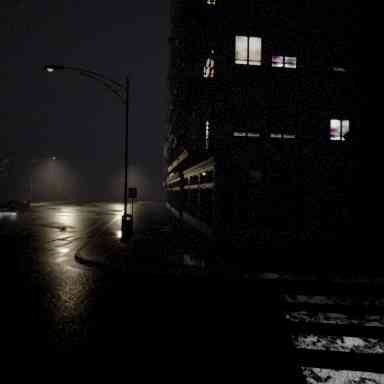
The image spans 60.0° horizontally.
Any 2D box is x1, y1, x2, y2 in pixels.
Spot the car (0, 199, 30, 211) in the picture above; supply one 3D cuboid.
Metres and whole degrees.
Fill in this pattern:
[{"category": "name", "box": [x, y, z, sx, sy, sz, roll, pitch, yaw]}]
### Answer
[{"category": "car", "box": [-20.255, 1.494, 37.999, 1.895, 1.301, 4.718, 1, 0, -7]}]
